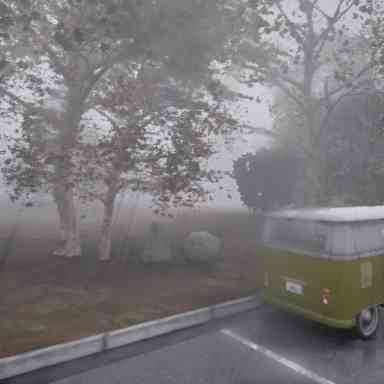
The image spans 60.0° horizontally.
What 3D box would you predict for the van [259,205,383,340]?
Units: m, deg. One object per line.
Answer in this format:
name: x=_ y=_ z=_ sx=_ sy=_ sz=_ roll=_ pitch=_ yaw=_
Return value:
van: x=3.445 y=1.274 z=6.507 sx=4.442 sy=1.987 sz=1.878 roll=0 pitch=0 yaw=-33
